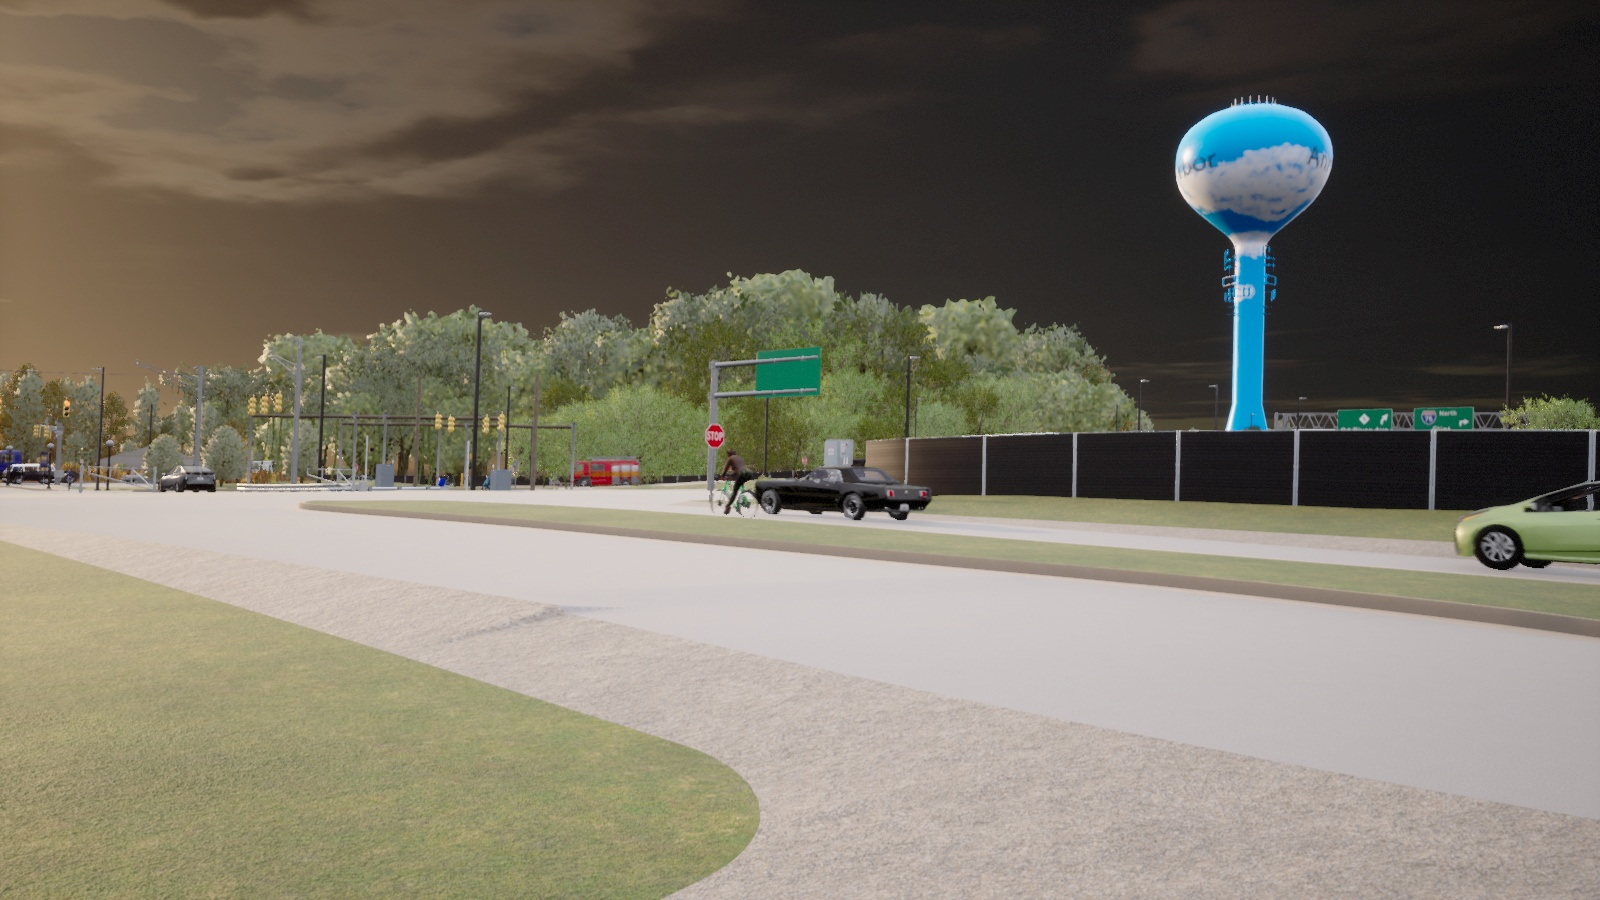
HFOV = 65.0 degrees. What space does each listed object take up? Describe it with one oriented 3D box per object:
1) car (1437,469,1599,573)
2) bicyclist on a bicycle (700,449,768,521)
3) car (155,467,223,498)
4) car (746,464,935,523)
[{"bbox_3d":[12.782,1.140,19.711,2.007,1.525,4.514,3,-2,-43],"label":"car"},{"bbox_3d":[-1.542,0.807,29.174,0.582,1.620,1.656,2,-2,-45],"label":"bicyclist on a bicycle"},{"bbox_3d":[-31.618,1.657,64.911,2.007,1.525,4.514,1,-1,-41],"label":"car"},{"bbox_3d":[0.944,1.061,31.625,1.895,1.301,4.718,3,-1,-45],"label":"car"}]
